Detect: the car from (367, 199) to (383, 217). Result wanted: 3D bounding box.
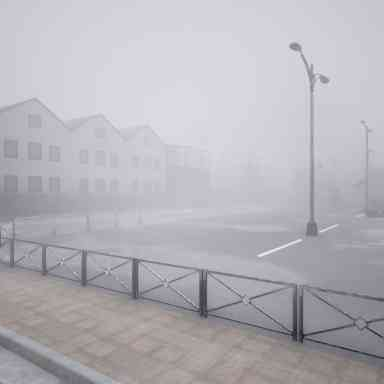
[{"bbox_3d":[15.385,1.298,26.832,2.007,1.523,4.514,0,0,35],"label":"car"}]
